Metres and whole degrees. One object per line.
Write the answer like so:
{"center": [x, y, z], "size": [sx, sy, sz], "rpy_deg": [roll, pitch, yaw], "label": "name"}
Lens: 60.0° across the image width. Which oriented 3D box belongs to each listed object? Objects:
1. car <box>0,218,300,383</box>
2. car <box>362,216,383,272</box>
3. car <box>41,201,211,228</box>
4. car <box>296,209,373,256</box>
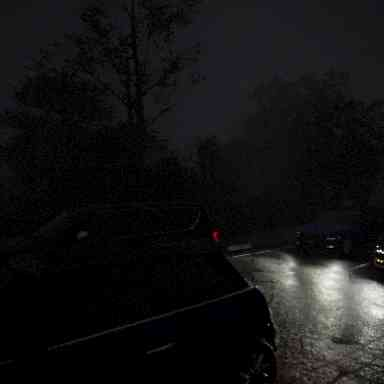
{"center": [-1.281, 1.363, 3.217], "size": [4.553, 1.767, 2.097], "rpy_deg": [-1, 0, -37], "label": "car"}
{"center": [7.050, 1.491, 9.711], "size": [4.892, 1.490, 1.837], "rpy_deg": [0, -1, -40], "label": "car"}
{"center": [-1.893, 1.237, 7.099], "size": [5.566, 2.045, 2.150], "rpy_deg": [0, 0, -37], "label": "car"}
{"center": [6.098, 1.498, 13.510], "size": [5.008, 1.535, 1.882], "rpy_deg": [0, 0, -41], "label": "car"}
